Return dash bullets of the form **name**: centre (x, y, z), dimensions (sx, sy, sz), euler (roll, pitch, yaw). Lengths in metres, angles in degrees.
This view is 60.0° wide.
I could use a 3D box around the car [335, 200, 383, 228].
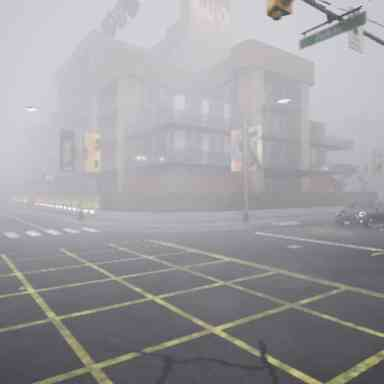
- **car**: centre (11.458, 1.341, 21.978), dimensions (4.553, 1.767, 2.097), euler (0, 0, -35)
